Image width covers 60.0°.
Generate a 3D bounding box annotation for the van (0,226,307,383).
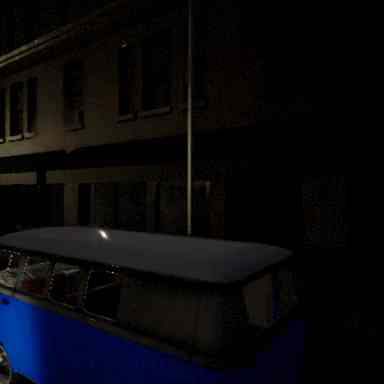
[{"bbox_3d":[-0.808,1.346,3.655,3.998,1.788,1.690,0,0,36],"label":"van"}]
